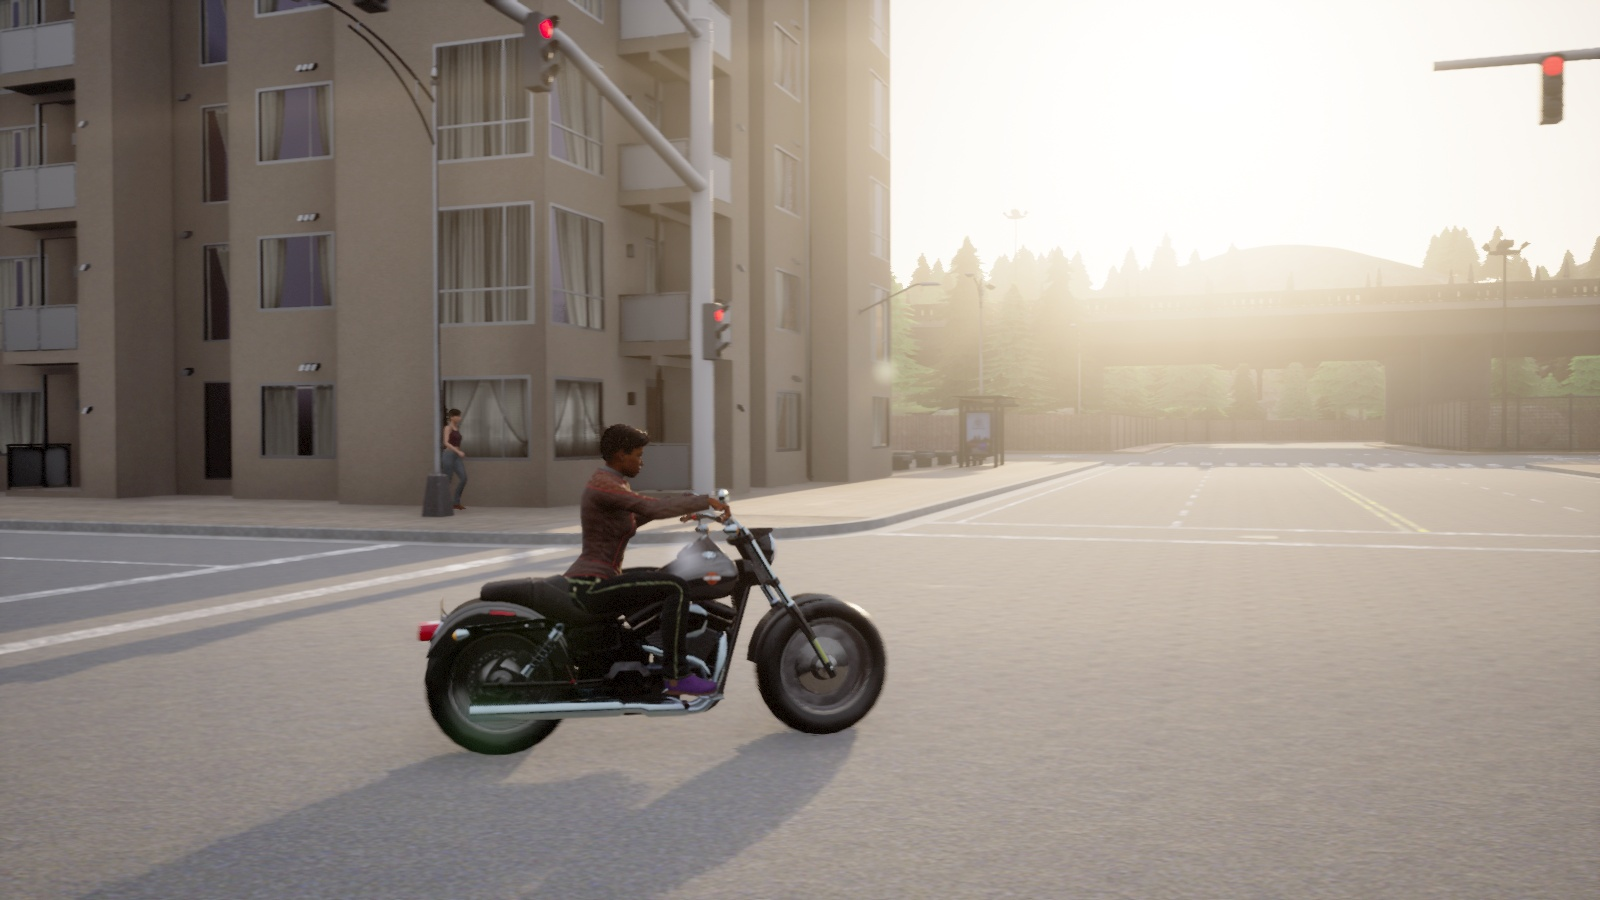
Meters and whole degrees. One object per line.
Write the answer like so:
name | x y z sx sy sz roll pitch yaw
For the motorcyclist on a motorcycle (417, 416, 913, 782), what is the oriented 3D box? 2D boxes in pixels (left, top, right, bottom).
motorcyclist on a motorcycle | -0.677 0.673 6.319 2.350 1.649 0.766 0 0 -14

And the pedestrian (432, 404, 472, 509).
pedestrian | -6.158 0.106 22.233 0.594 1.836 0.345 0 1 16
